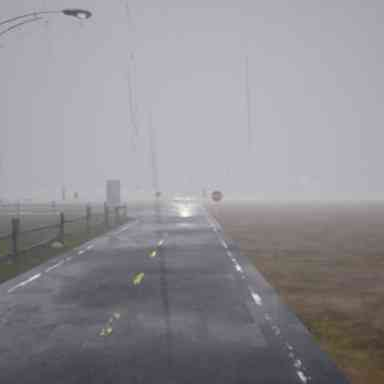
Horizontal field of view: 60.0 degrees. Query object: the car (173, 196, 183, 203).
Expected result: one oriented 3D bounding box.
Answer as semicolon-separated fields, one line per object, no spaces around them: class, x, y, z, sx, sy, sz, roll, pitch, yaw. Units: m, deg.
car;-2.780;1.492;68.484;1.882;1.535;5.008;0;0;0
